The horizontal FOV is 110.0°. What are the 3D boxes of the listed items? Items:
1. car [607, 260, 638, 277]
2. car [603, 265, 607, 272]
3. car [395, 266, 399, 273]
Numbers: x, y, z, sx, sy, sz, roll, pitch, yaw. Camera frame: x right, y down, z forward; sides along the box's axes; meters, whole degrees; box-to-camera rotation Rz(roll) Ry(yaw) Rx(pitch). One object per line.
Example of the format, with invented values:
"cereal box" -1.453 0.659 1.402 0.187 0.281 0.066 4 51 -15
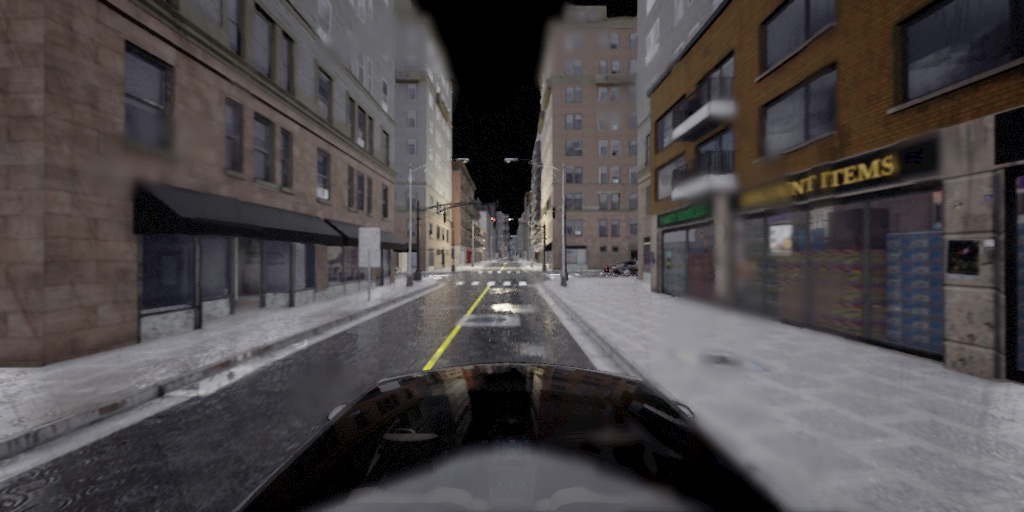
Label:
"car" 11.686 1.129 33.073 4.892 1.490 1.837 -1 0 0
"car" 12.138 1.153 38.925 4.507 1.381 1.888 0 0 0
"car" -14.625 1.420 39.111 4.403 1.370 2.007 0 0 0
